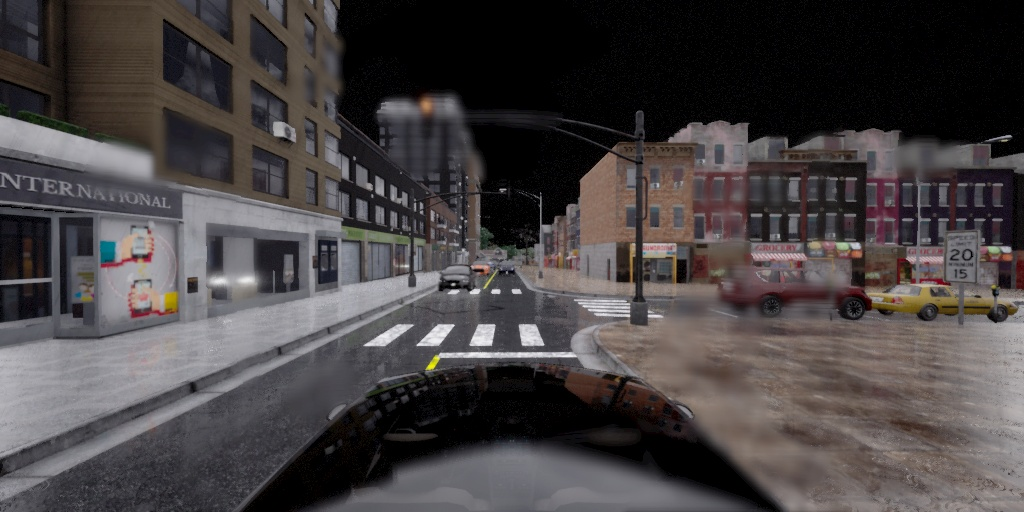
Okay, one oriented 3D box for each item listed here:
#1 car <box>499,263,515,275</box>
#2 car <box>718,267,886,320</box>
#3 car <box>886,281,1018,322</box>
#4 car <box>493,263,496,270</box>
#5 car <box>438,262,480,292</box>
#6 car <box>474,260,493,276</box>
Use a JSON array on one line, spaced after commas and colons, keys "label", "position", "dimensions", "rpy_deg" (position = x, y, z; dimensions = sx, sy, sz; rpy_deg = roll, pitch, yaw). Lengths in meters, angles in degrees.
[{"label": "car", "position": [-0.630, 1.528, 42.734], "dimensions": [1.895, 1.301, 4.718], "rpy_deg": [0, -1, -1]}, {"label": "car", "position": [10.589, 1.346, 13.698], "dimensions": [5.009, 1.841, 2.192], "rpy_deg": [0, 0, -1]}, {"label": "car", "position": [16.304, 1.659, 13.789], "dimensions": [4.829, 1.417, 1.751], "rpy_deg": [0, 0, -1]}, {"label": "car", "position": [-3.826, 1.677, 61.437], "dimensions": [1.812, 1.442, 4.674], "rpy_deg": [0, -1, -1]}, {"label": "car", "position": [-3.206, 1.299, 21.660], "dimensions": [1.837, 1.490, 4.892], "rpy_deg": [0, 0, -1]}, {"label": "car", "position": [-3.515, 1.250, 39.220], "dimensions": [2.097, 1.767, 4.553], "rpy_deg": [0, 0, -1]}]
